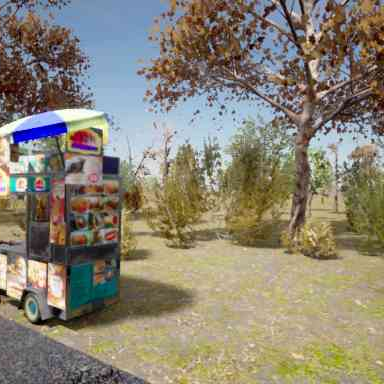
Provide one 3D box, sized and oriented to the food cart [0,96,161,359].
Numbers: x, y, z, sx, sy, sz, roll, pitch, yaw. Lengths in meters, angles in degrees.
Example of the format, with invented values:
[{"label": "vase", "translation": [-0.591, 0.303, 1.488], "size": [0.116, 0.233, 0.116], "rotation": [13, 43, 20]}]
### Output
[{"label": "food cart", "translation": [-3.187, 0.464, 6.780], "size": [4.660, 3.560, 2.280], "rotation": [1, 0, 35]}]
